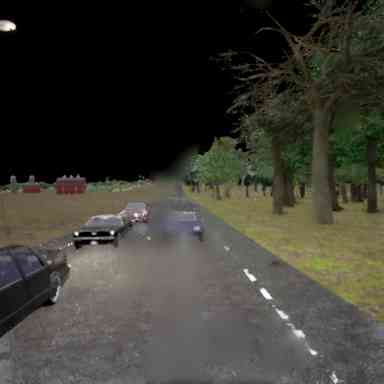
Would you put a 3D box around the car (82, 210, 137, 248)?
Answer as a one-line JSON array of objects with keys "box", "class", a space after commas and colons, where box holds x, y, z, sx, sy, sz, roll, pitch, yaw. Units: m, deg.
[{"box": [-4.003, 1.753, 15.571, 1.895, 1.301, 4.718, -1, 0, -2], "class": "car"}]

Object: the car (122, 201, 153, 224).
[{"box": [-4.342, 1.537, 26.427, 2.097, 1.767, 4.553, -1, 0, -2], "class": "car"}]

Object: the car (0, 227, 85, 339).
[{"box": [-3.682, 1.652, 5.537, 2.033, 1.411, 5.357, -1, 0, -1], "class": "car"}]

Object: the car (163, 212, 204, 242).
[{"box": [-0.454, 1.684, 17.094, 1.895, 1.301, 4.718, -1, 0, -2], "class": "car"}]
